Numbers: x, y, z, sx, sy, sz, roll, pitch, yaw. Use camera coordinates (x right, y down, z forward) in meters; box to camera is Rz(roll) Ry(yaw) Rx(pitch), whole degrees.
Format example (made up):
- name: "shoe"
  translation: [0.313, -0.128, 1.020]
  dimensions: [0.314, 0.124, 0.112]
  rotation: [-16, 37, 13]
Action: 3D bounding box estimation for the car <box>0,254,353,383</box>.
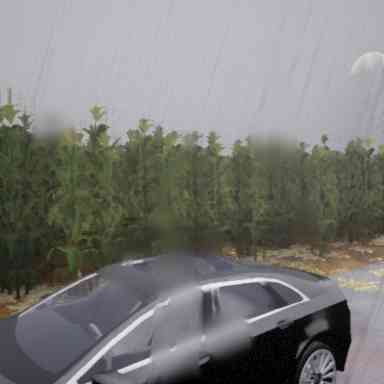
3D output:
- name: "car"
  translation: [-0.419, 1.470, 3.186]
  dimensions: [4.902, 1.511, 2.128]
  rotation: [-1, 1, -35]
